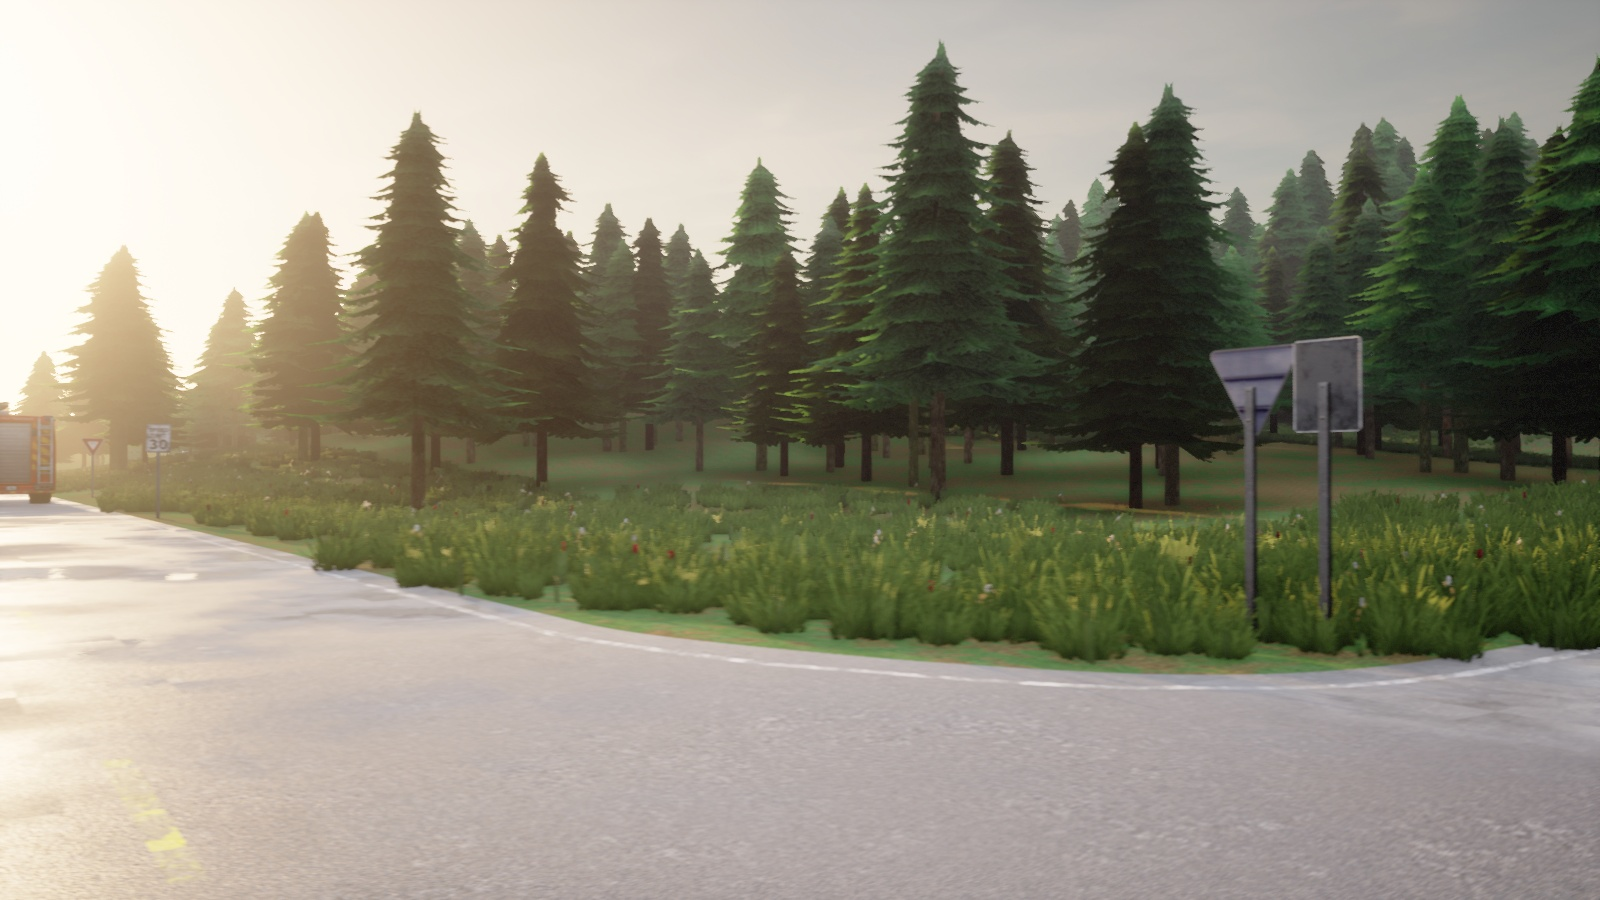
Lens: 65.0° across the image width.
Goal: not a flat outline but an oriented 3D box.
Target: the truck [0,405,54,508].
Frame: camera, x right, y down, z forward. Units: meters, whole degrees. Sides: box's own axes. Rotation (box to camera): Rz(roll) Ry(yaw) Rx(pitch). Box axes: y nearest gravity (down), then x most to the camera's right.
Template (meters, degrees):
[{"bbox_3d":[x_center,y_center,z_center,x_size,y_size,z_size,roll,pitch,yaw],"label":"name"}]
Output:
[{"bbox_3d":[-31.759,0.298,50.071,2.891,3.827,8.468,0,-1,-35],"label":"truck"}]
